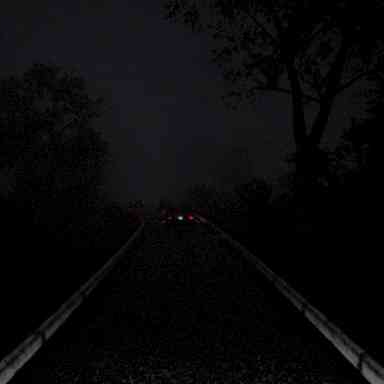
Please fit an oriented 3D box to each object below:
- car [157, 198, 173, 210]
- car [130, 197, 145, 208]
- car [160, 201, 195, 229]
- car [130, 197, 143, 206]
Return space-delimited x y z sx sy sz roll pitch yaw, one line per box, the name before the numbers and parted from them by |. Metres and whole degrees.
car | -3.213 1.479 41.282 2.128 1.511 4.902 0 0 -9
car | -7.658 1.509 46.933 1.812 1.442 4.674 0 0 -11
car | -0.865 1.540 21.583 2.033 1.411 5.357 0 0 -5
car | -9.175 1.544 54.738 1.994 1.385 4.181 0 0 -13
